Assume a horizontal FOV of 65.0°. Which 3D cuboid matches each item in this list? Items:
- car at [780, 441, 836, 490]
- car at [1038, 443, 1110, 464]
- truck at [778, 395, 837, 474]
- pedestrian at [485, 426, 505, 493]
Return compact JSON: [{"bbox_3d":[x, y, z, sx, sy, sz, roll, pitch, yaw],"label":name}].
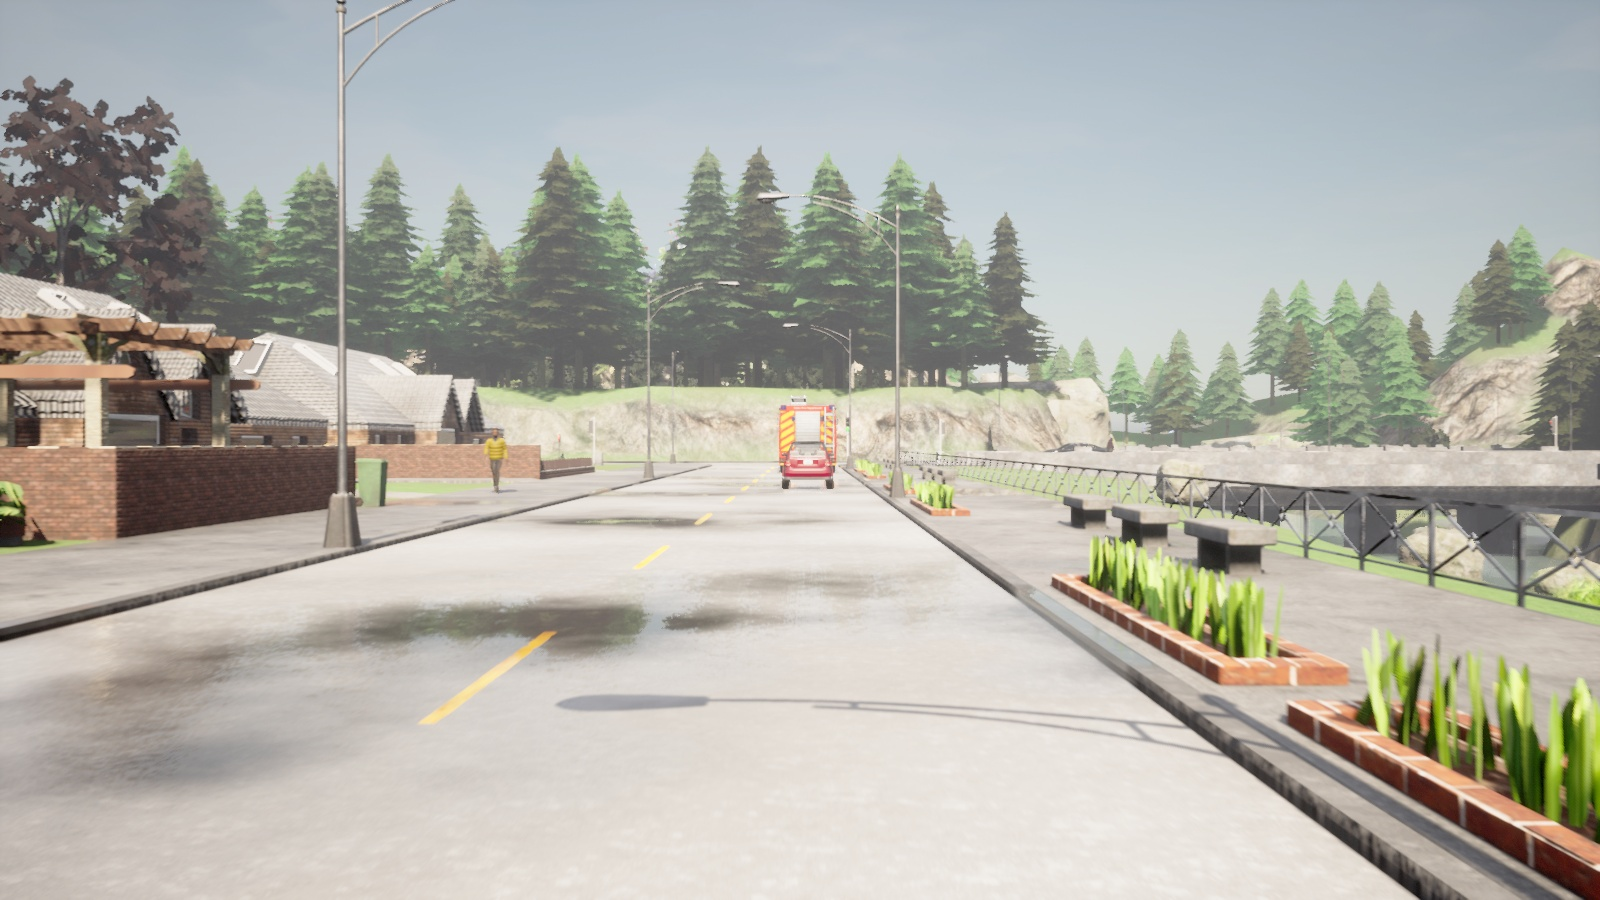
[{"bbox_3d":[0.259,0.487,42.221,1.789,1.549,3.705,0,0,0],"label":"car"},{"bbox_3d":[20.093,0.248,92.170,4.892,1.490,1.837,0,0,0],"label":"car"},{"bbox_3d":[0.393,-0.787,65.474,2.891,3.827,8.468,0,0,0],"label":"truck"},{"bbox_3d":[-8.373,0.255,34.487,0.431,1.840,0.709,0,0,-3],"label":"pedestrian"}]
